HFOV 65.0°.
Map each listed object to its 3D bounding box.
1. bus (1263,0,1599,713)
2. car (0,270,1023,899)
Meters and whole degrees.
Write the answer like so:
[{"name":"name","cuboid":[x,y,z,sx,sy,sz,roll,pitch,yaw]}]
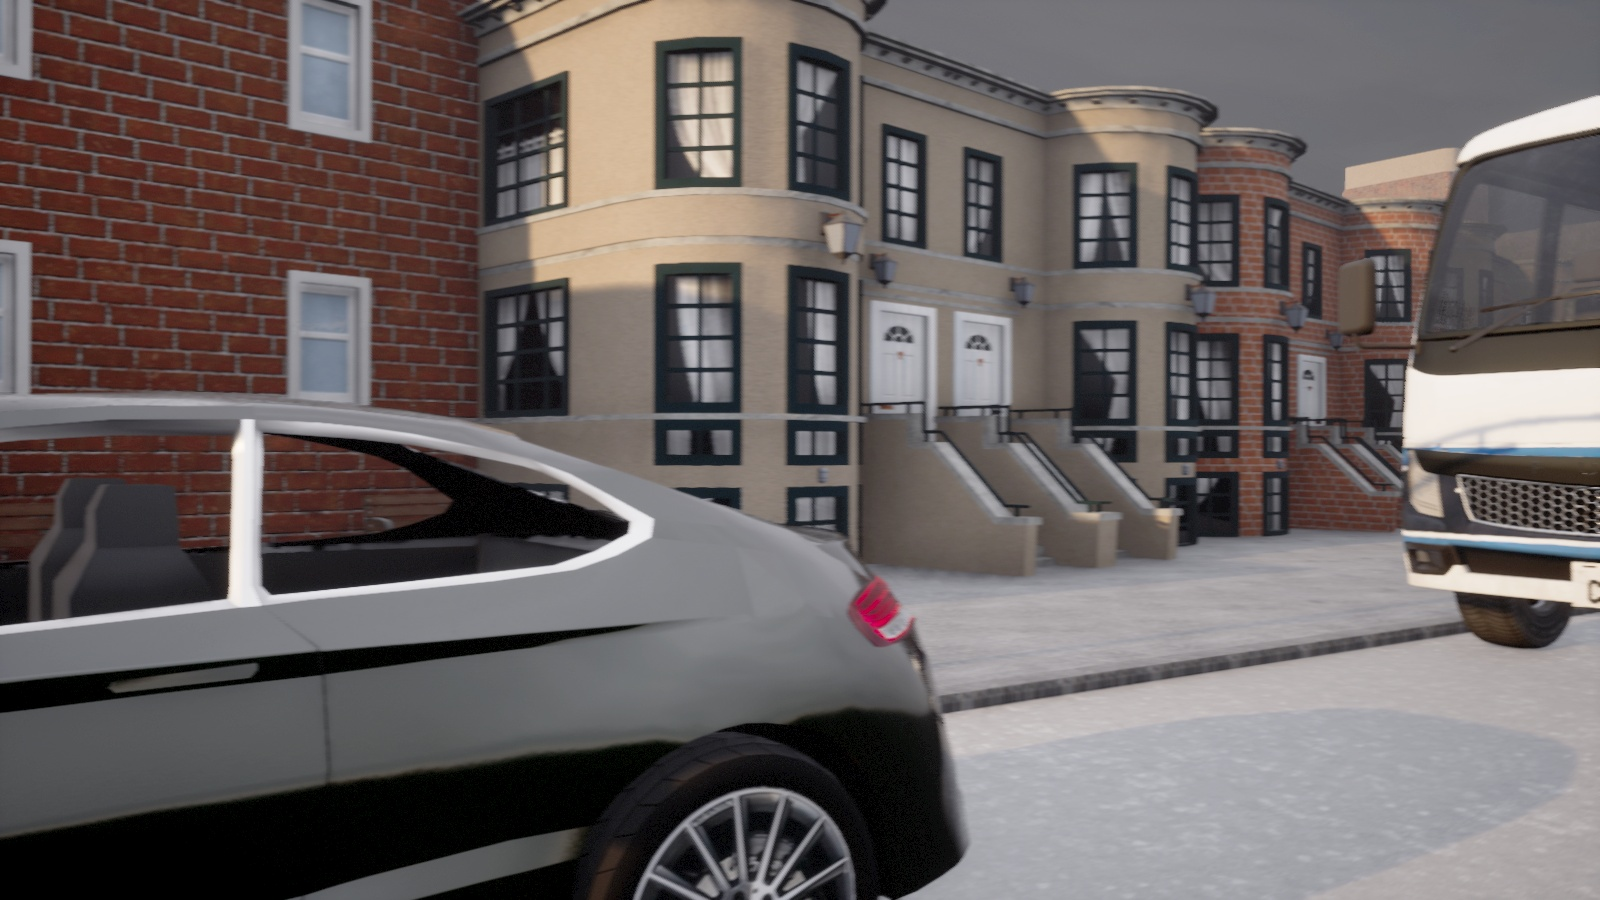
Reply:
[{"name":"bus","cuboid":[8.660,-0.624,10.302,10.273,4.253,3.944,0,0,-35]},{"name":"car","cuboid":[-2.082,0.535,2.819,5.027,1.651,2.152,0,0,-35]}]
